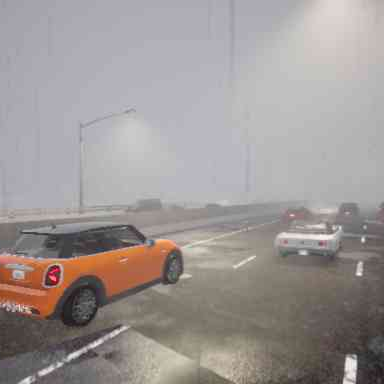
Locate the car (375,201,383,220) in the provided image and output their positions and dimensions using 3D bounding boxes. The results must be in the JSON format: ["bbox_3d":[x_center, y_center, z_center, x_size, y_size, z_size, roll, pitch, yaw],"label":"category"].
[{"bbox_3d":[17.981,1.589,30.334,2.097,1.767,4.553,-1,-1,29],"label":"car"}]

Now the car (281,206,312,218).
[{"bbox_3d":[8.982,1.852,28.361,1.994,1.385,4.181,-1,-1,28],"label":"car"}]

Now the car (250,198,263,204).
[{"bbox_3d":[14.642,2.210,74.779,2.097,1.767,4.553,-1,-1,30],"label":"car"}]

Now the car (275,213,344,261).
[{"bbox_3d":[4.721,1.725,12.958,1.895,1.301,4.718,-1,-1,28],"label":"car"}]

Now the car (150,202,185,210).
[{"bbox_3d":[-2.405,2.066,37.144,1.994,1.385,4.181,-1,-1,28],"label":"car"}]

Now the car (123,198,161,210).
[{"bbox_3d":[-5.554,1.771,38.697,2.150,2.045,5.566,-1,-1,28],"label":"car"}]

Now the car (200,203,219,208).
[{"bbox_3d":[1.994,2.001,37.920,1.812,1.442,4.674,-1,-1,29],"label":"car"}]

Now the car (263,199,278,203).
[{"bbox_3d":[17.663,2.328,73.007,1.812,1.442,4.674,-1,-1,30],"label":"car"}]

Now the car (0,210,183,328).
[{"bbox_3d":[-2.019,1.467,7.647,2.097,1.767,4.553,-1,-1,28],"label":"car"}]

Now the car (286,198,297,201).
[{"bbox_3d":[22.146,2.191,73.794,1.837,1.490,4.892,-1,-1,30],"label":"car"}]

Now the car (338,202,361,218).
[{"bbox_3d":[16.296,1.813,34.504,1.837,1.490,4.892,-1,-1,29],"label":"car"}]

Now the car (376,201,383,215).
[{"bbox_3d":[22.754,1.843,39.150,1.812,1.442,4.674,-1,-1,30],"label":"car"}]
